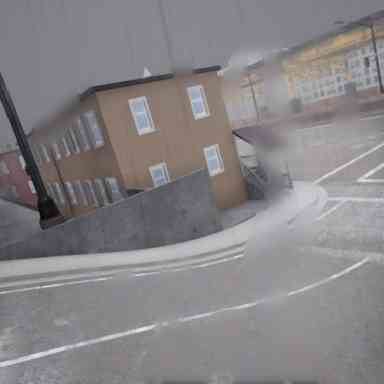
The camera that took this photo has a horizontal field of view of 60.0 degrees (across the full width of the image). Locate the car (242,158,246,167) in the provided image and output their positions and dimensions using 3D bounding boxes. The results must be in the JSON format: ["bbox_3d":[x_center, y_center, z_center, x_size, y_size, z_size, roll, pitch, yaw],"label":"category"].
[{"bbox_3d":[3.138,-2.854,32.561,1.837,1.490,4.892,-23,13,-32],"label":"car"}]
